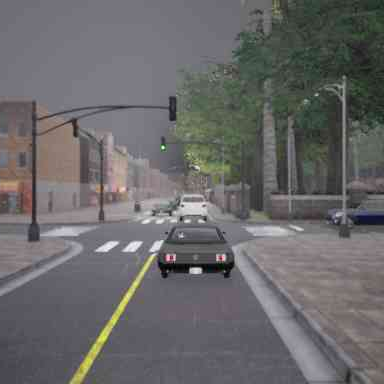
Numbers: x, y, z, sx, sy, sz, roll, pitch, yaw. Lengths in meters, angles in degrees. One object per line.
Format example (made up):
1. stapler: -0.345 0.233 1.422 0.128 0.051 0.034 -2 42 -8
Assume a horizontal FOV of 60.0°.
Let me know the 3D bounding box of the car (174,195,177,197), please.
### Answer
1. car: -2.804 1.501 52.314 1.882 1.535 5.008 0 0 1

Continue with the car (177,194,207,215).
1. car: 0.100 1.231 28.010 2.150 2.045 5.566 0 0 0

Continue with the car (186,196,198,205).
1. car: 0.003 1.524 62.894 2.128 1.511 4.902 0 0 0

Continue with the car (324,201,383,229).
1. car: 10.726 1.324 20.879 4.553 1.767 2.097 0 0 -1

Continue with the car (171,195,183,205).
1. car: -2.748 1.383 62.449 2.097 1.767 4.553 0 0 0

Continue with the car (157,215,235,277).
1. car: 0.099 1.602 10.207 1.895 1.301 4.718 0 0 0

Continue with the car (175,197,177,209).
1. car: -2.840 1.619 42.201 1.895 1.301 4.718 0 0 0

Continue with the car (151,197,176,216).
1. car: -2.846 1.538 33.025 1.812 1.442 4.674 0 0 0
